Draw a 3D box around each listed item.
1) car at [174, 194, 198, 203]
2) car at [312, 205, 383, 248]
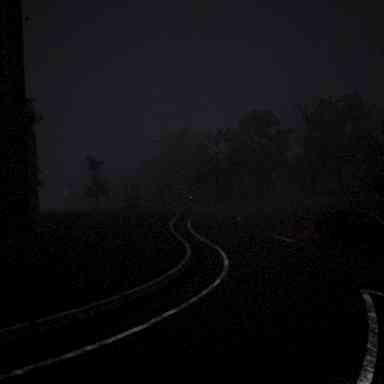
[{"bbox_3d":[-1.003,1.048,50.752,1.837,1.490,4.892,-3,-2,-34],"label":"car"},{"bbox_3d":[6.658,1.261,12.189,2.128,1.511,4.902,-3,2,-24],"label":"car"}]
